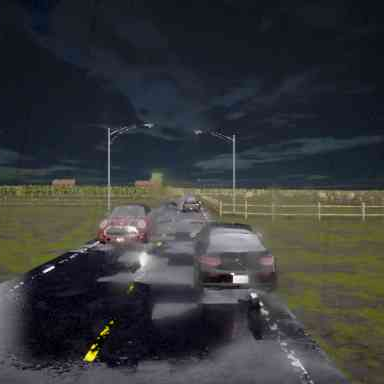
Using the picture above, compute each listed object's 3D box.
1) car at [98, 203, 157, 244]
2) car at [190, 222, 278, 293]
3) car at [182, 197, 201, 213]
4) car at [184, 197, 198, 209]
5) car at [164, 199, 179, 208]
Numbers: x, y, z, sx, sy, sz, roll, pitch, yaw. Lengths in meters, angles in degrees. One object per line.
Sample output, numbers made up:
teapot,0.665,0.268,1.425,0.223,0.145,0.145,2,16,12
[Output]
car,-2.897,1.352,15.745,2.097,1.767,4.553,0,0,0
car,0.938,1.526,8.736,1.812,1.442,4.674,0,0,0
car,-0.040,1.486,36.574,2.128,1.511,4.902,0,0,0
car,-0.115,1.469,46.986,1.882,1.535,5.008,0,0,0
car,-2.895,1.592,47.535,1.895,1.301,4.718,0,0,0
